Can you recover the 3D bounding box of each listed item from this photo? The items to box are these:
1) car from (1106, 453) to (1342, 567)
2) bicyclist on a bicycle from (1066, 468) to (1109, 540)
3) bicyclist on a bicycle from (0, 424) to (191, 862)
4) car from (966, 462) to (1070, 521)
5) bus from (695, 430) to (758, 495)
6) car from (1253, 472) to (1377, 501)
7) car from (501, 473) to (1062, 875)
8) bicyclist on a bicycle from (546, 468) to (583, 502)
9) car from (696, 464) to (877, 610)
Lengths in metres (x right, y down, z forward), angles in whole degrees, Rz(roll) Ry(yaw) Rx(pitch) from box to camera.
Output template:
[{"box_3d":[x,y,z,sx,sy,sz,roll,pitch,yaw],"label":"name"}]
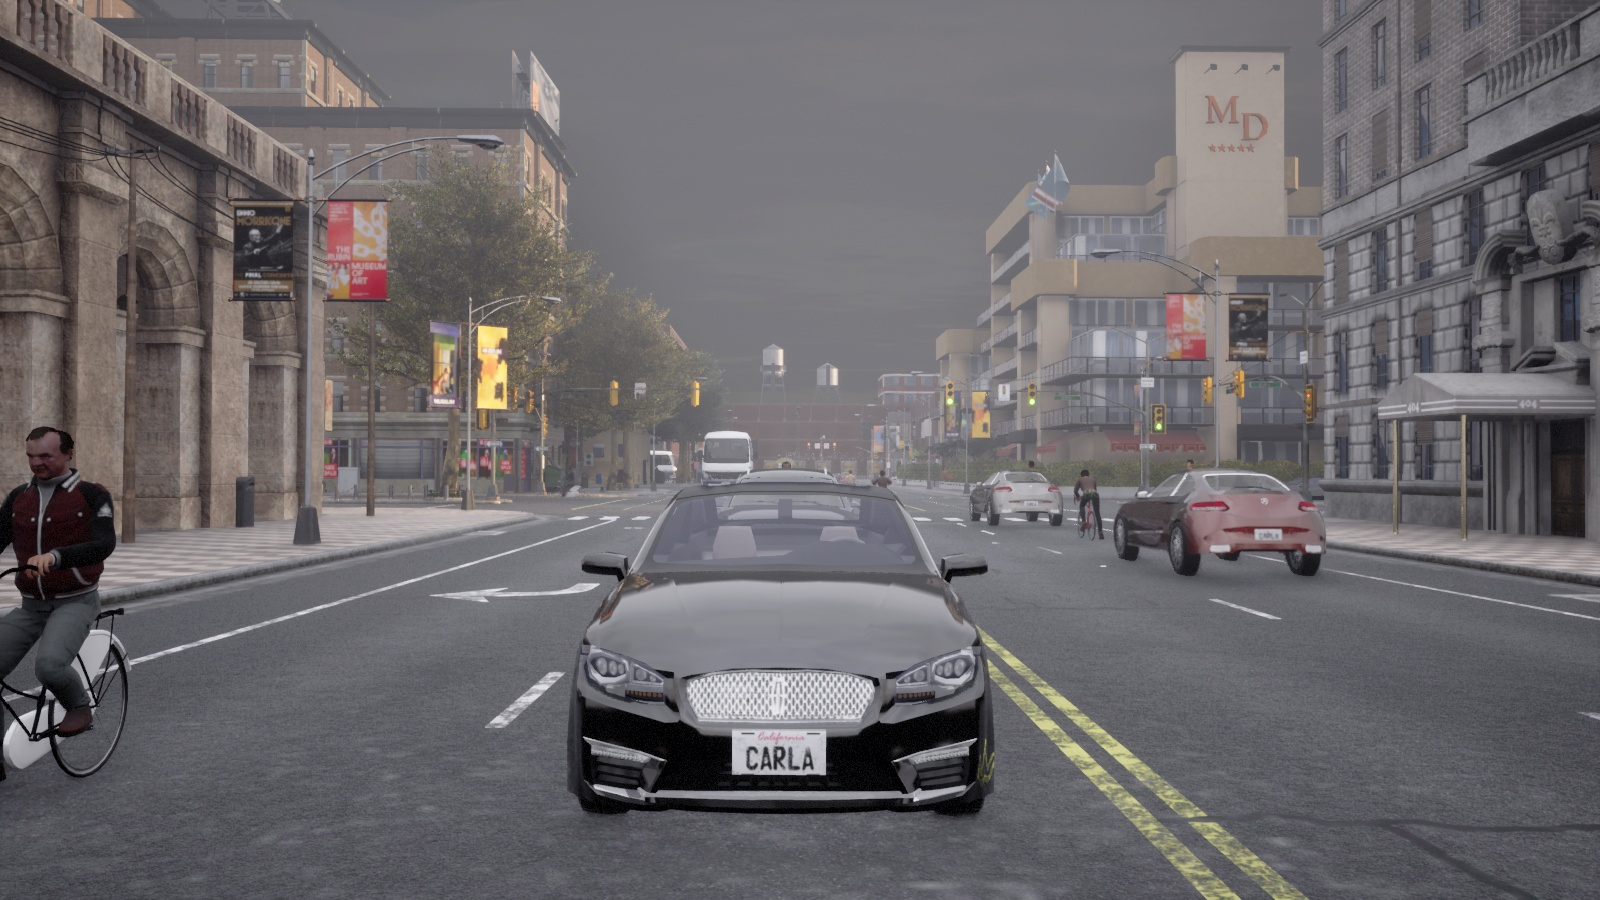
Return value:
[{"box_3d":[6.796,0.914,20.813,2.152,1.651,5.027,0,-1,-1],"label":"car"},{"box_3d":[6.662,1.229,29.168,0.582,1.620,1.656,0,-1,-1],"label":"bicyclist on a bicycle"},{"box_3d":[-3.575,0.796,5.776,0.659,1.776,1.843,0,-1,0],"label":"bicyclist on a bicycle"},{"box_3d":[6.495,1.203,37.972,2.152,1.651,5.027,0,-1,-1],"label":"car"},{"box_3d":[-4.931,0.914,86.961,3.944,4.253,10.273,0,-1,-1],"label":"bus"},{"box_3d":[25.783,1.814,63.007,5.357,1.411,2.033,0,-1,-1],"label":"car"},{"box_3d":[-0.075,0.892,7.228,2.128,1.511,4.902,0,-1,0],"label":"car"},{"box_3d":[-12.366,1.840,66.006,1.843,1.776,0.659,0,-1,-1],"label":"bicyclist on a bicycle"},{"box_3d":[-0.165,1.024,16.622,2.033,1.649,4.856,0,-1,0],"label":"car"}]
